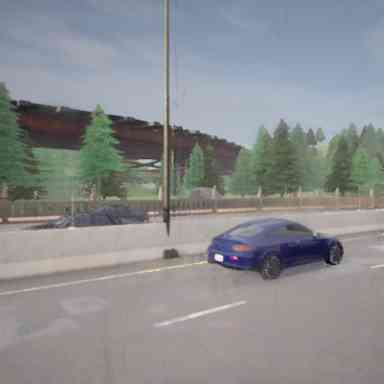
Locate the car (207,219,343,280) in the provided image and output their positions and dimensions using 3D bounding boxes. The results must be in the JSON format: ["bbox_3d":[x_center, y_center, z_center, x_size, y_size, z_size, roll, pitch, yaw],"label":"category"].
[{"bbox_3d":[2.561,1.524,9.892,4.674,1.442,1.812,0,0,-36],"label":"car"}]

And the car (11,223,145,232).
[{"bbox_3d":[-4.480,1.546,13.695,5.357,1.411,2.033,0,0,-35],"label":"car"}]
